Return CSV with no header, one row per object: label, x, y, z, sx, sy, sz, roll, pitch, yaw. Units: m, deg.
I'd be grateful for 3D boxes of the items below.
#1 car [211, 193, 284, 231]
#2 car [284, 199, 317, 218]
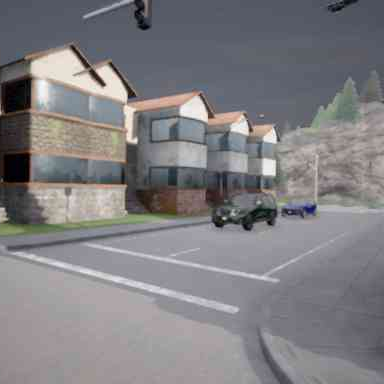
car,3.347,1.072,20.183,2.150,2.045,5.566,2,1,35
car,9.205,1.325,28.418,1.882,1.535,5.008,2,1,36
